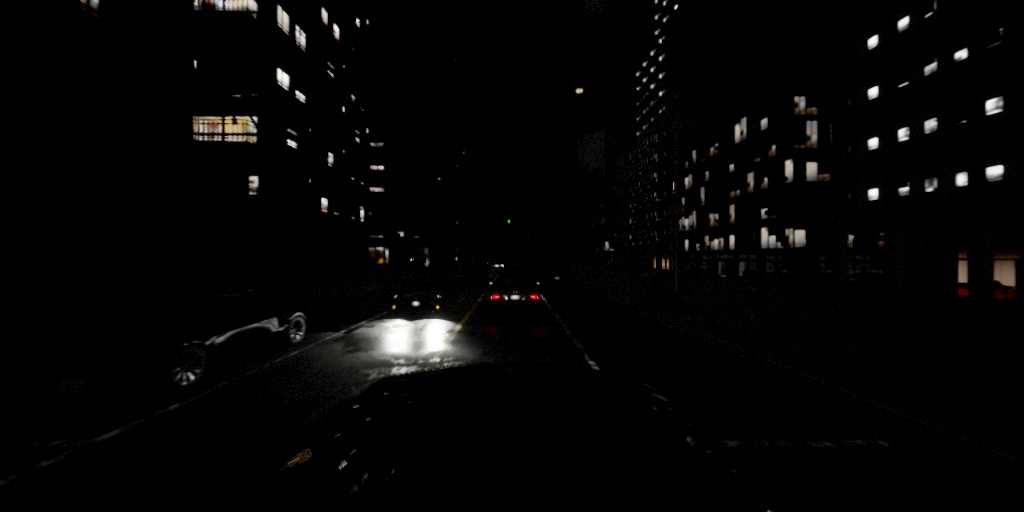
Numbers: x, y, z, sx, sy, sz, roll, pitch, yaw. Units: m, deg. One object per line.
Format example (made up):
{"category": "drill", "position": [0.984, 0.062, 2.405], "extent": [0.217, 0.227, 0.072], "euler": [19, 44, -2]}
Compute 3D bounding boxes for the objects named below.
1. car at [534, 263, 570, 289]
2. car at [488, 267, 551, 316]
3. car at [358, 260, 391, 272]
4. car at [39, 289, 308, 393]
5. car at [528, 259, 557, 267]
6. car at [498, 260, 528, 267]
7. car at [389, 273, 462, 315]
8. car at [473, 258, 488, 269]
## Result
{"category": "car", "position": [2.692, 1.362, 23.392], "extent": [1.948, 1.339, 4.313], "euler": [0, 0, 0]}
{"category": "car", "position": [0.096, 1.321, 13.506], "extent": [2.033, 1.411, 5.357], "euler": [0, 0, 0]}
{"category": "car", "position": [-16.434, 1.180, 41.888], "extent": [4.403, 1.370, 2.007], "euler": [0, 0, -1]}
{"category": "car", "position": [-5.689, 1.325, 6.825], "extent": [1.948, 1.339, 4.313], "euler": [0, 0, 0]}
{"category": "car", "position": [2.692, 1.124, 28.915], "extent": [2.192, 1.841, 5.009], "euler": [0, 0, 0]}
{"category": "car", "position": [0.093, 1.289, 29.902], "extent": [1.882, 1.535, 5.008], "euler": [0, 0, 0]}
{"category": "car", "position": [-3.097, 1.338, 13.523], "extent": [1.994, 1.385, 4.181], "euler": [0, 0, 0]}
{"category": "car", "position": [-5.687, 1.445, 61.303], "extent": [2.007, 1.370, 4.403], "euler": [0, 0, 0]}
